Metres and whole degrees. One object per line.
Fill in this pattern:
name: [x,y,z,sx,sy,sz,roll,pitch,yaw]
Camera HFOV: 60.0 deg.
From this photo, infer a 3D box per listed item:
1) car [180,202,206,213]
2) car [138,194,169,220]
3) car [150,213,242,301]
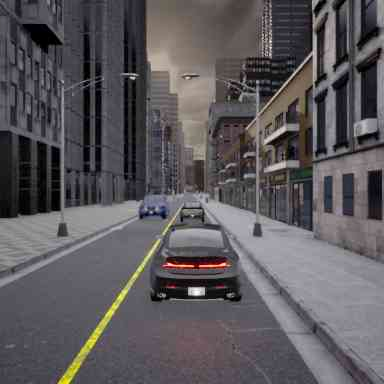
car: [0.046,1.509,26.311,2.128,1.511,4.902,0,0,0]
car: [-3.155,1.241,28.447,2.150,2.045,5.566,0,0,0]
car: [0.085,1.507,8.292,1.837,1.490,4.892,0,0,0]
